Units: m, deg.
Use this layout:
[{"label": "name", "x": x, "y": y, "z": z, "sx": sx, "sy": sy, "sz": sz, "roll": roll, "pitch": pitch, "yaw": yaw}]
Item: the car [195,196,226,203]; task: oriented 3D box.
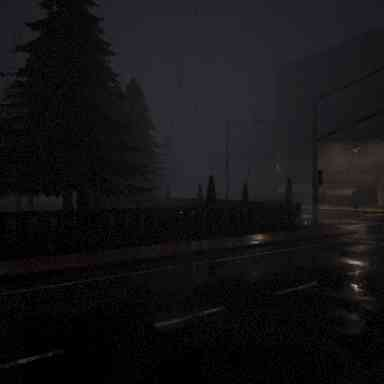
[{"label": "car", "x": 2.495, "y": 1.470, "z": 36.817, "sx": 1.812, "sy": 1.442, "sz": 4.674, "roll": 0, "pitch": 0, "yaw": -28}]

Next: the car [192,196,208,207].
[{"label": "car", "x": 1.211, "y": 1.422, "z": 52.387, "sx": 1.882, "sy": 1.535, "sz": 5.008, "roll": 0, "pitch": 0, "yaw": -6}]

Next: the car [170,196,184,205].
[{"label": "car", "x": -2.569, "y": 1.436, "z": 57.833, "sx": 2.128, "sy": 1.511, "sz": 4.902, "roll": 0, "pitch": 0, "yaw": 2}]

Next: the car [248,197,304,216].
[{"label": "car", "x": 7.286, "y": 1.422, "z": 28.808, "sx": 1.882, "sy": 1.535, "sz": 5.008, "roll": 0, "pitch": 0, "yaw": -33}]

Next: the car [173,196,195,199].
[{"label": "car", "x": -1.218, "y": 1.470, "z": 46.289, "sx": 1.812, "sy": 1.442, "sz": 4.674, "roll": 0, "pitch": 0, "yaw": -14}]

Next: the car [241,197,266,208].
[{"label": "car", "x": 8.944, "y": 1.470, "z": 49.084, "sx": 1.812, "sy": 1.442, "sz": 4.674, "roll": 0, "pitch": 0, "yaw": -15}]

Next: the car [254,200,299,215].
[{"label": "car", "x": 8.454, "y": 1.509, "z": 33.455, "sx": 1.994, "sy": 1.385, "sz": 4.181, "roll": 0, "pitch": 0, "yaw": -32}]

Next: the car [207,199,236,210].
[{"label": "car", "x": 3.669, "y": 1.545, "z": 42.247, "sx": 1.895, "sy": 1.301, "sz": 4.718, "roll": 0, "pitch": 0, "yaw": -20}]
